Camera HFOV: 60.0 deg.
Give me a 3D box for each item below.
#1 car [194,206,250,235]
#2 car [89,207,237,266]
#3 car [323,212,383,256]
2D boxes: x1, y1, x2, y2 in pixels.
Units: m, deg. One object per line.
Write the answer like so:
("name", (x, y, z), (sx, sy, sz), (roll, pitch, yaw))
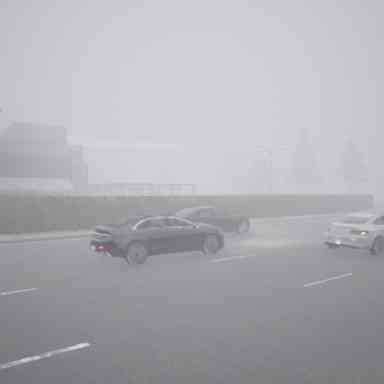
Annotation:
("car", (0.817, 1.477, 17.230), (5.008, 1.535, 1.882), (0, 0, -36))
("car", (-1.059, 1.491, 11.590), (4.902, 1.511, 2.128), (0, 0, -36))
("car", (7.038, 1.525, 13.086), (4.674, 1.442, 1.812), (0, 0, -36))
